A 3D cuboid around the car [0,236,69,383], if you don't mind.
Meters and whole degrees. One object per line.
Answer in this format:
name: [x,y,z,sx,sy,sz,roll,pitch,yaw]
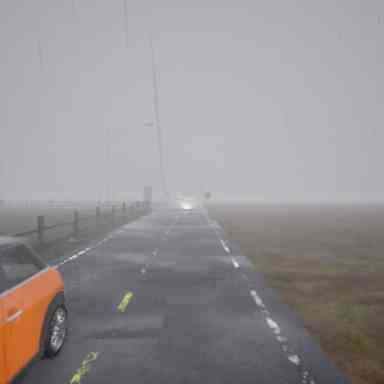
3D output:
car: [-2.849,1.356,2.951,2.097,1.767,4.553,0,0,0]
